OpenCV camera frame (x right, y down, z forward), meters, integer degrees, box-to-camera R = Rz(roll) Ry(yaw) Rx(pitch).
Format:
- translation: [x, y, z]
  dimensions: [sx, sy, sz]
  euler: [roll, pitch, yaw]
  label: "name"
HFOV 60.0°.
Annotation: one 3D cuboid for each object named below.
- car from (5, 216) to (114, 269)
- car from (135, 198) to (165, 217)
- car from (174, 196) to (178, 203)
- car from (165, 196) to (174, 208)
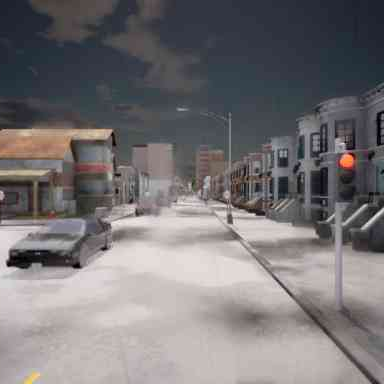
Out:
- translation: [-4.088, 1.547, 11.412]
  dimensions: [2.033, 1.411, 5.357]
  euler: [0, 0, 0]
  label: "car"
- translation: [-4.059, 1.352, 31.420]
  dimensions: [2.097, 1.767, 4.553]
  euler: [0, 0, 0]
  label: "car"
- translation: [-3.887, 1.509, 66.879]
  dimensions: [1.837, 1.490, 4.892]
  euler: [0, 0, 0]
  label: "car"
- translation: [-4.024, 1.563, 46.784]
  dimensions: [1.994, 1.385, 4.181]
  euler: [0, 0, 0]
  label: "car"
